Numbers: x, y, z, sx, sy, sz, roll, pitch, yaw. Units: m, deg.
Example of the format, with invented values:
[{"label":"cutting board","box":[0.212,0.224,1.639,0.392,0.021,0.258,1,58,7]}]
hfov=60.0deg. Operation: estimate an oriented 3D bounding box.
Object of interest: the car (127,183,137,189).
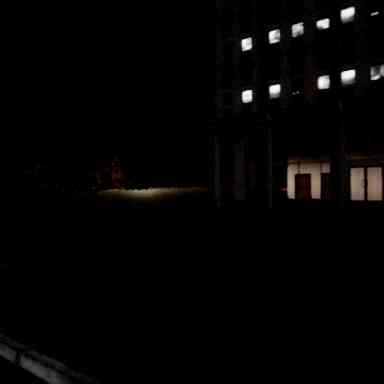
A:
[{"label":"car","box":[-10.919,-0.929,69.896,1.895,1.301,4.718,0,2,27]}]

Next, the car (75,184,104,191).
[{"label":"car","box":[-18.171,-0.283,56.555,2.033,1.411,5.357,0,2,29]}]

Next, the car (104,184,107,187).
[{"label":"car","box":[-19.399,-0.934,67.797,2.097,1.767,4.553,0,2,28]}]

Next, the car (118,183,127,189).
[{"label":"car","box":[-13.831,-1.144,71.345,2.097,1.767,4.553,0,2,27]}]
